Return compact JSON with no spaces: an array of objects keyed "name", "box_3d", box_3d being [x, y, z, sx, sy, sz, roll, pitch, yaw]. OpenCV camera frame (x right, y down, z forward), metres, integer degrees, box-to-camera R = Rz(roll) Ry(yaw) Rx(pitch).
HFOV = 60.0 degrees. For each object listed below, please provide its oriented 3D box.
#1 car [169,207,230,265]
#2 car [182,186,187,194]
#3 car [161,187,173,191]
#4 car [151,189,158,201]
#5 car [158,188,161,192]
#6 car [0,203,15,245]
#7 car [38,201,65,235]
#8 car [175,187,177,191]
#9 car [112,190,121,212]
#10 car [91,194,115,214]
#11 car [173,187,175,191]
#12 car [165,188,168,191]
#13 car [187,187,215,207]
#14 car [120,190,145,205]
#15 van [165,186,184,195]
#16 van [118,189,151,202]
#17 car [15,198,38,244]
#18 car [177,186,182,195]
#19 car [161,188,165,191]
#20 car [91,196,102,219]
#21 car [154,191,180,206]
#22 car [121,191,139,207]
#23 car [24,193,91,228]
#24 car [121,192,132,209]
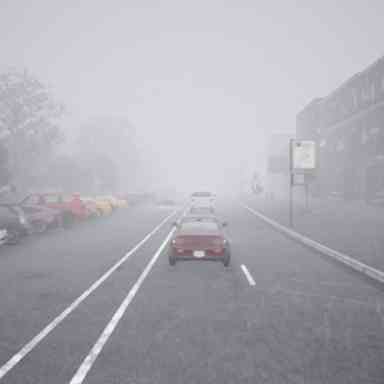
[{"name":"car","box_3d":[0.256,1.497,11.429,1.812,1.442,4.674,0,1,2]},{"name":"car","box_3d":[-4.559,-0.056,79.204,5.366,1.575,1.946,-1,1,-14]},{"name":"car","box_3d":[-6.551,0.347,61.434,4.892,1.521,2.231,-1,1,-15]},{"name":"car","box_3d":[-7.726,0.700,46.628,5.008,1.535,2.097,-1,1,-16]},{"name":"car","box_3d":[-7.475,0.501,49.587,4.553,1.767,2.185,-1,2,-16]},{"name":"car","box_3d":[-9.316,1.210,11.015,5.566,2.045,2.435,-1,0,-19]},{"name":"car","box_3d":[-9.213,1.427,16.937,4.792,1.488,2.163,-1,1,-19]},{"name":"car","box_3d":[-5.992,0.250,67.348,4.674,1.452,2.002,-1,1,-15]},{"name":"car","box_3d":[-8.770,1.023,28.826,4.553,1.767,2.185,-1,1,-17]},{"name":"car","box_3d":[-8.864,1.222,25.864,5.008,1.535,2.097,-1,2,-18]},{"name":"car","box_3d":[-6.241,0.151,64.388,4.553,1.767,2.185,-1,2,-15]},{"name":"car","box_3d":[-7.018,0.513,55.519,4.792,1.488,2.163,-1,1,-15]},{"name":"car","box_3d":[0.993,0.806,31.689,2.150,2.045,5.566,0,2,3]},{"name":"car","box_3d":[-8.289,0.923,37.737,5.008,1.535,2.097,-1,1,-17]},{"name":"van","box_3d":[-4.288,-0.340,82.135,4.442,1.987,1.878,-1,1,-13]},{"name":"van","box_3d":[-8.032,0.550,43.617,4.442,1.987,1.878,-1,2,-16]},{"name":"car","box_3d":[-9.242,1.308,13.985,4.553,1.767,2.185,-1,1,-19]},{"name":"car","box_3d":[-5.726,-0.107,70.284,5.566,2.045,2.435,-1,2,-14]},{"name":"car","box_3d":[-7.277,0.555,52.547,5.008,1.535,2.097,-1,2,-16]},{"name":"car","box_3d":[-8.996,1.292,22.898,4.892,1.521,2.231,-1,1,-18]},{"name":"car","box_3d":[-2.906,0.947,39.655,1.994,1.385,4.181,0,1,4]},{"name":"car","box_3d":[-8.438,0.998,34.763,5.008,1.535,2.097,-1,2,-17]},{"name":"car","box_3d":[-9.123,1.098,19.906,5.566,2.045,2.435,-1,1,-18]},{"name":"car","box_3d":[-8.775,1.074,31.743,5.366,1.575,1.946,-1,2,-17]}]
